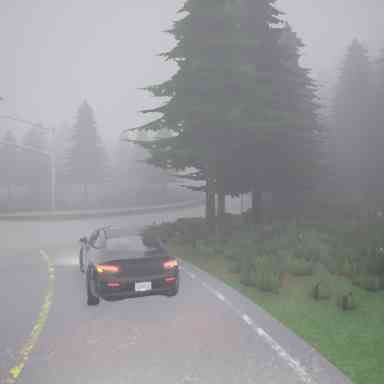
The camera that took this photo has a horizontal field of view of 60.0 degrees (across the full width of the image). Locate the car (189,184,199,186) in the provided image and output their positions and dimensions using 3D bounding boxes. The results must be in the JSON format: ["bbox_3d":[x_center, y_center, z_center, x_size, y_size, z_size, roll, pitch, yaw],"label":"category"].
[{"bbox_3d":[0.576,-1.747,69.734,1.994,1.385,4.181,0,5,-5],"label":"car"}]

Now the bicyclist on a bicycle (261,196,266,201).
[{"bbox_3d":[6.311,0.894,30.393,1.656,1.620,0.582,-13,-4,35],"label":"bicyclist on a bicycle"}]

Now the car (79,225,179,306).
[{"bbox_3d":[-1.683,1.526,8.115,1.812,1.442,4.674,0,0,-21],"label":"car"}]
